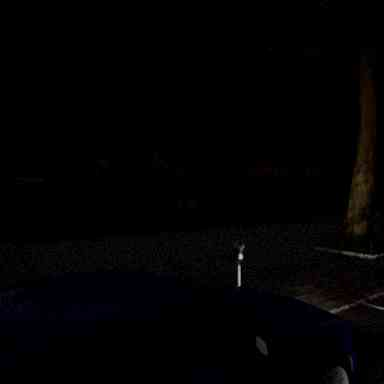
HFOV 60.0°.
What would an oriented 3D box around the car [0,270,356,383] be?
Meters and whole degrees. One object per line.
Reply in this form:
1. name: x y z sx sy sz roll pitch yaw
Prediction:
1. car: -0.544 1.477 2.886 5.008 1.535 1.882 0 0 -36
